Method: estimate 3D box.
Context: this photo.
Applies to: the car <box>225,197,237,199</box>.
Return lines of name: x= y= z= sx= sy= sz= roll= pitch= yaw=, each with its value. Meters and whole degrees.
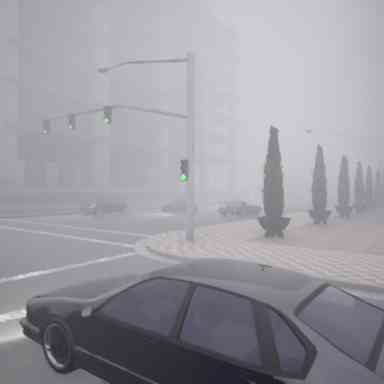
car: x=5.650 y=1.408 z=48.717 sx=1.895 sy=1.301 sz=4.718 roll=1 pitch=0 yaw=36

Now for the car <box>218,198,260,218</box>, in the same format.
car: x=4.247 y=1.494 z=28.594 sx=1.895 sy=1.301 sz=4.718 roll=1 pitch=0 yaw=36

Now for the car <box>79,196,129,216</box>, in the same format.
car: x=-7.892 y=1.158 z=30.023 sx=2.097 sy=1.767 sz=4.553 roll=1 pitch=0 yaw=36

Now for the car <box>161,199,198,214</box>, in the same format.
car: x=-1.205 y=1.398 z=33.298 sx=1.994 sy=1.385 sz=4.181 roll=1 pitch=0 yaw=36

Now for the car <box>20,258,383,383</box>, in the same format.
car: x=0.211 y=1.531 z=3.810 sx=5.357 sy=1.411 sz=2.033 roll=1 pitch=0 yaw=36
